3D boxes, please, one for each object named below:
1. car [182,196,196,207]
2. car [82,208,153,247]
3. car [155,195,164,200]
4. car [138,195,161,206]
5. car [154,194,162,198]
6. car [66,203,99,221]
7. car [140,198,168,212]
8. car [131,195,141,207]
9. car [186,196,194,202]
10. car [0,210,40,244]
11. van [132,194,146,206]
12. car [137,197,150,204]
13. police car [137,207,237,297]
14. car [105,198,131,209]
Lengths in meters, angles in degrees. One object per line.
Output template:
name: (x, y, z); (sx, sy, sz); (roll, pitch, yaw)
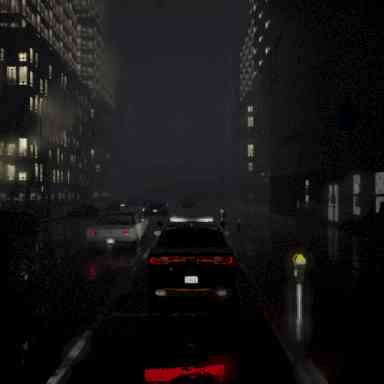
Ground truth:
car: (-0.452, 1.548, 44.248); (1.947, 1.339, 4.313); (0, 0, 0)
car: (-3.143, 1.598, 15.050); (1.895, 1.301, 4.718); (0, 0, 0)
car: (-8.832, 1.503, 89.799); (1.947, 1.339, 4.313); (0, 0, 0)
car: (-6.152, 1.544, 48.377); (1.994, 1.385, 4.181); (0, 0, 0)
car: (-8.832, 1.391, 78.413); (1.967, 1.590, 4.097); (0, 0, 0)
car: (-8.832, 1.574, 27.183); (1.802, 1.307, 4.206); (0, 0, 0)
car: (-3.143, 1.555, 30.273); (1.994, 1.385, 4.181); (0, 0, 0)
car: (-8.832, 1.523, 49.953); (1.887, 1.381, 4.507); (0, 0, 0)
car: (-0.452, 1.533, 78.399); (1.802, 1.307, 4.206); (0, 0, 0)
car: (-8.833, 1.563, 15.800); (1.947, 1.339, 4.313); (0, 0, 0)
van: (-8.831, 1.314, 55.646); (1.690, 1.788, 3.998); (0, 0, 0)
car: (-8.832, 1.550, 61.338); (1.802, 1.307, 4.206); (0, 0, 0)
police car: (-0.012, 1.424, 8.759); (1.930, 1.638, 5.238); (0, 0, 0)
car: (-8.833, 1.537, 38.569); (2.008, 1.369, 4.403); (0, 0, 0)
